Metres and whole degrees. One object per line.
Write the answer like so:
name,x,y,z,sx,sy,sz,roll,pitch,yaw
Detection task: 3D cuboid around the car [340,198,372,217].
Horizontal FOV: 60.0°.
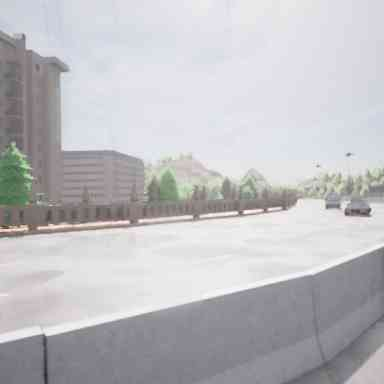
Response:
car,15.471,1.556,30.938,1.994,1.385,4.181,-1,0,33

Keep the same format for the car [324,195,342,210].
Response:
car,18.380,1.538,43.077,1.837,1.490,4.892,0,-1,25

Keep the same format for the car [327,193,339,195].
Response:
car,29.986,1.164,70.464,2.150,2.045,5.566,-1,0,8

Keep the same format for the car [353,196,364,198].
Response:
car,32.740,1.482,65.180,1.837,1.490,4.892,-1,0,10
